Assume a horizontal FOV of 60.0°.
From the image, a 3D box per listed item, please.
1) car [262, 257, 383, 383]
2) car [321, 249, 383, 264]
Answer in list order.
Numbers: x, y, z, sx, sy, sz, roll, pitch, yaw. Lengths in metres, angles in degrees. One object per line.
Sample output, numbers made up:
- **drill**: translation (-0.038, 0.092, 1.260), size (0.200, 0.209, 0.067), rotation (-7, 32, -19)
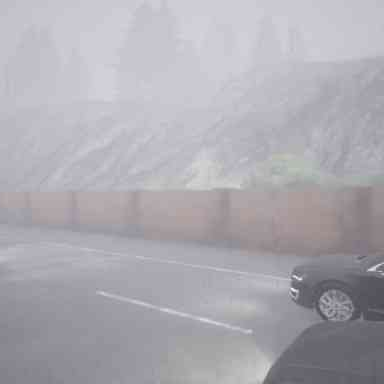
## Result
- **car**: translation (3.063, 1.540, 1.807), size (5.357, 1.411, 2.033), rotation (0, 0, 36)
- **car**: translation (4.113, 1.503, 5.384), size (4.892, 1.490, 1.837), rotation (0, 0, 35)
